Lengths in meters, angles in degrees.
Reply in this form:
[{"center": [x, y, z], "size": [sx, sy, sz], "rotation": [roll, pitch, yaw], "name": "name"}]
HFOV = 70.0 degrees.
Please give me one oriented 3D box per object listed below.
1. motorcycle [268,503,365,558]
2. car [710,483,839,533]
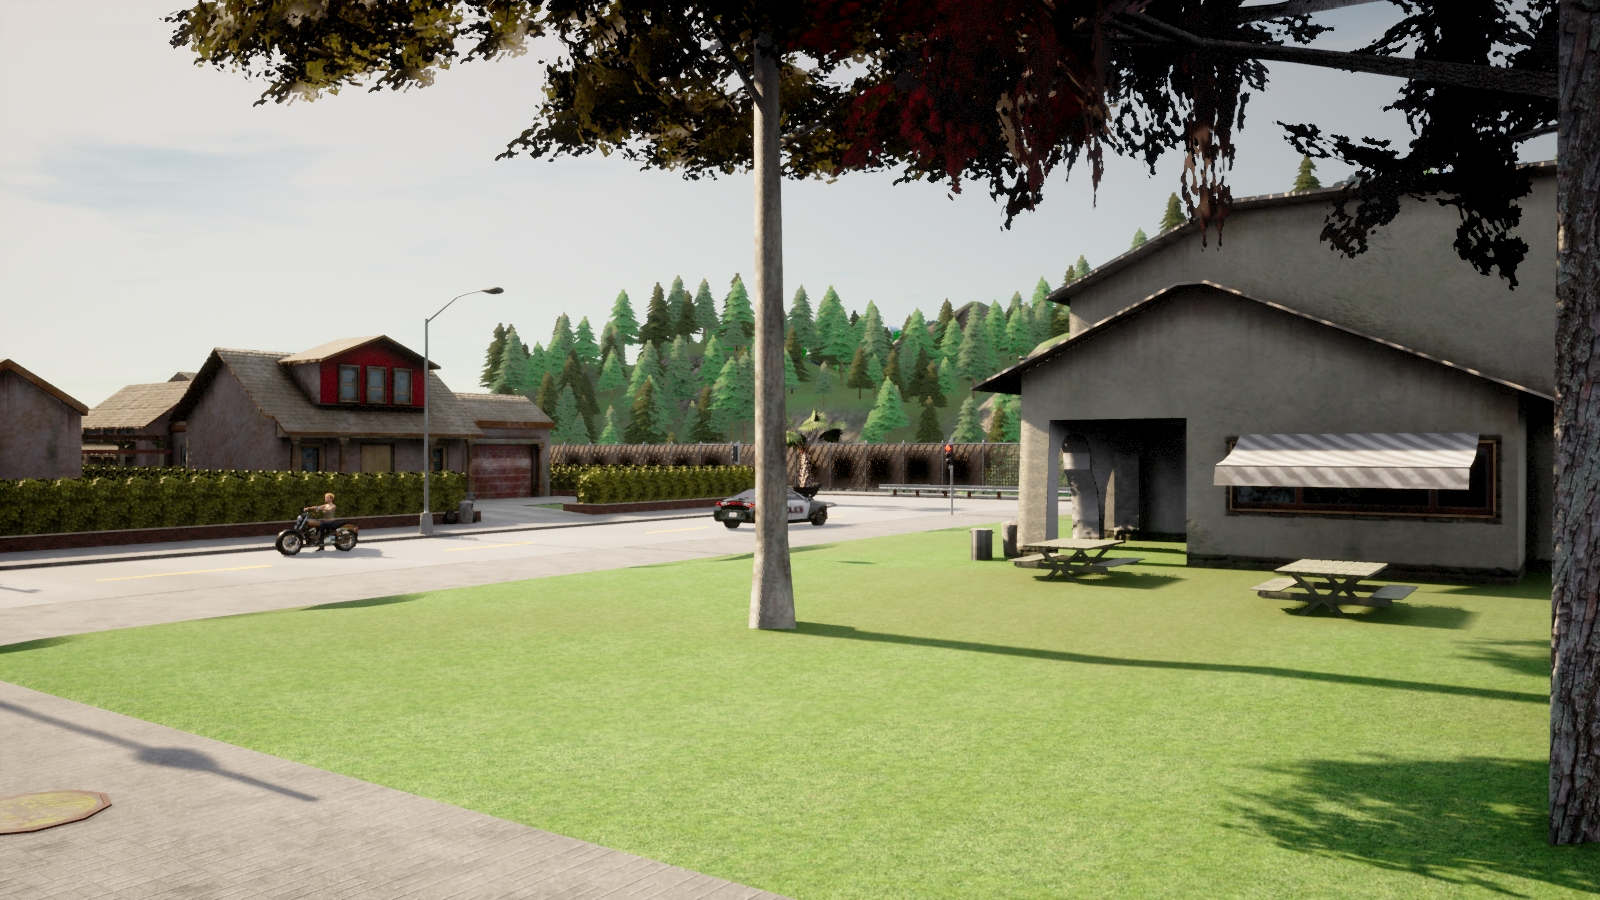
[{"center": [-13.052, 2.155, 30.913], "size": [0.764, 1.307, 2.356], "rotation": [0, 0, 35], "name": "motorcycle"}, {"center": [-0.850, 2.038, 41.431], "size": [2.038, 1.542, 4.974], "rotation": [0, 0, 37], "name": "car"}]
